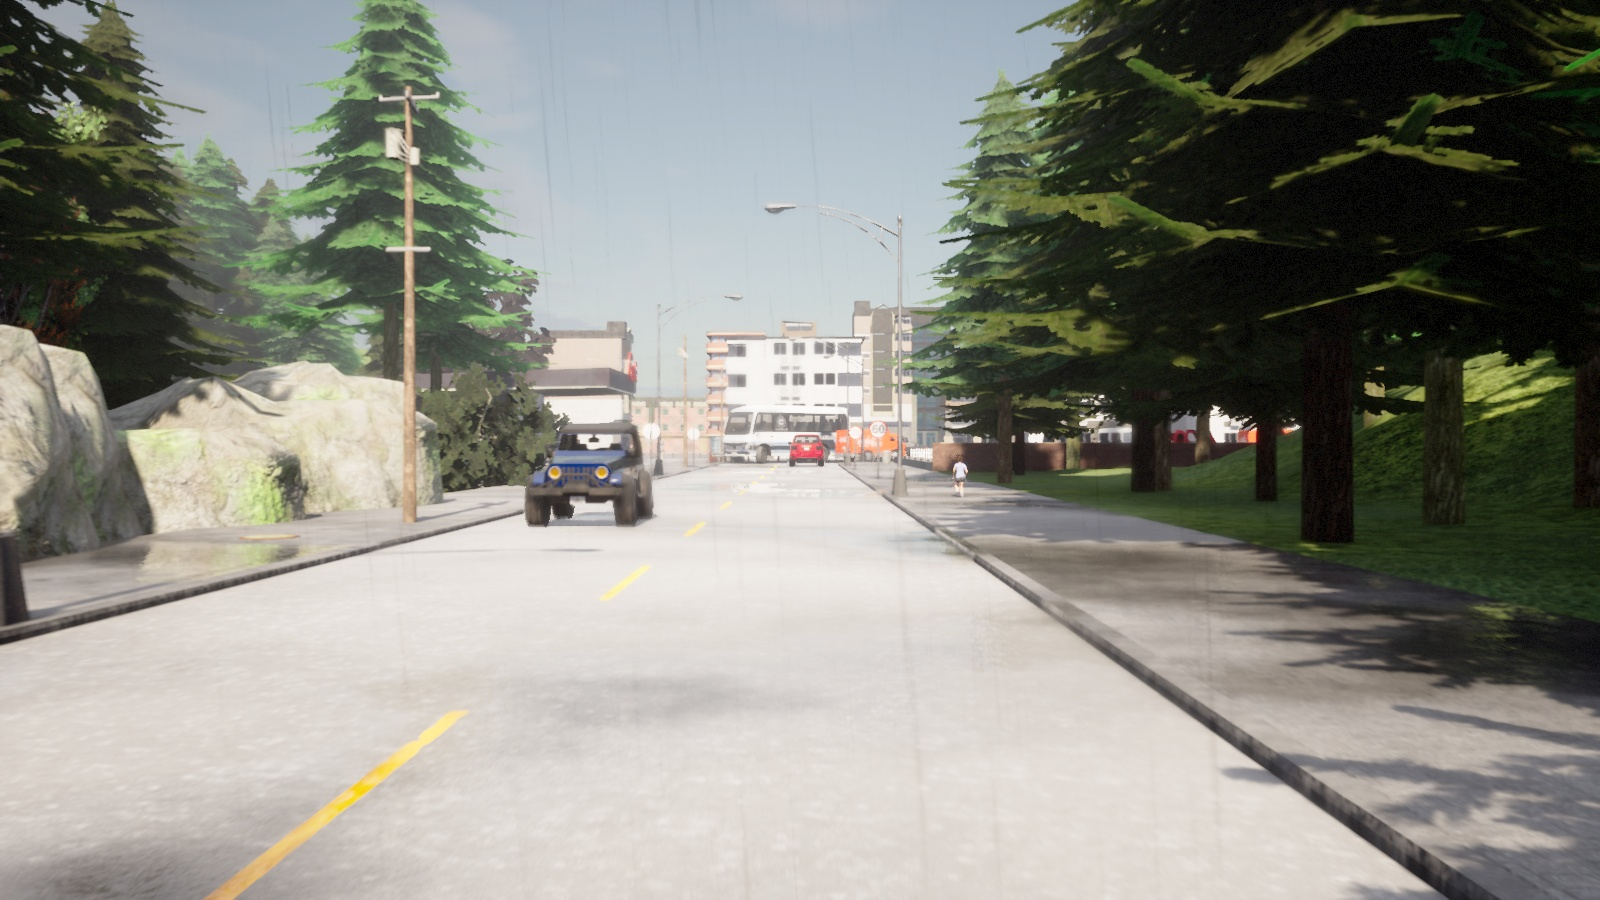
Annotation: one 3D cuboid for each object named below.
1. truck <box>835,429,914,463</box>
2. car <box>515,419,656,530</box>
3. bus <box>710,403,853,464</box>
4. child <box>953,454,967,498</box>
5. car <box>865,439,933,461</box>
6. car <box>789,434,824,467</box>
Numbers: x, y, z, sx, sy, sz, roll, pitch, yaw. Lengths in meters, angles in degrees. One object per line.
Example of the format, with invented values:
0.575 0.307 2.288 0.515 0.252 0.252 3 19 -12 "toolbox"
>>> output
5.488 -0.259 92.726 5.204 2.467 2.627 0 -1 -31 "truck"
-3.852 0.408 23.176 1.905 1.878 3.866 0 0 0 "car"
-1.289 -1.153 92.052 10.273 4.253 3.944 0 0 -40 "bus"
4.071 0.659 31.931 0.255 1.110 0.394 0 0 -9 "child"
7.654 -0.017 97.367 5.027 1.651 2.152 0 0 -3 "car"
0.426 0.010 80.855 2.150 2.045 5.566 0 0 0 "car"
